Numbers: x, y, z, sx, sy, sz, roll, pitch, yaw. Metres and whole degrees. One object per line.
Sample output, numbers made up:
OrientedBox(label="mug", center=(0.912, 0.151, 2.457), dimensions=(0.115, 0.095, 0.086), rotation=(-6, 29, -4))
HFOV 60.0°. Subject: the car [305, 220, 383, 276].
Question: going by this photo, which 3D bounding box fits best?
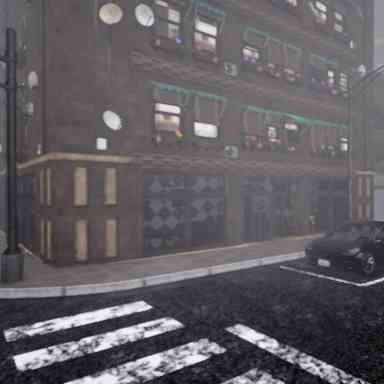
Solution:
OrientedBox(label="car", center=(5.405, 1.587, 10.424), dimensions=(4.313, 1.339, 1.947), rotation=(0, -1, -35))
